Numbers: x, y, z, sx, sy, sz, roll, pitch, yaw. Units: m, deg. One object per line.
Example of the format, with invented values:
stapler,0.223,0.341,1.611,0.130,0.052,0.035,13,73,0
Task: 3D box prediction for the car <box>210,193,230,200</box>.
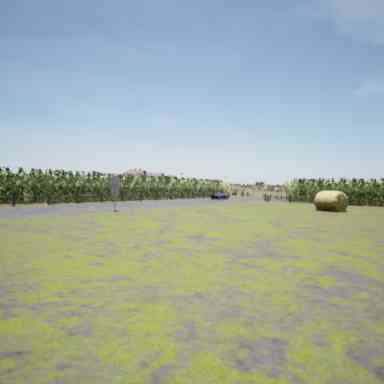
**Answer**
car,5.081,0.784,60.835,1.895,1.301,4.718,1,1,32
